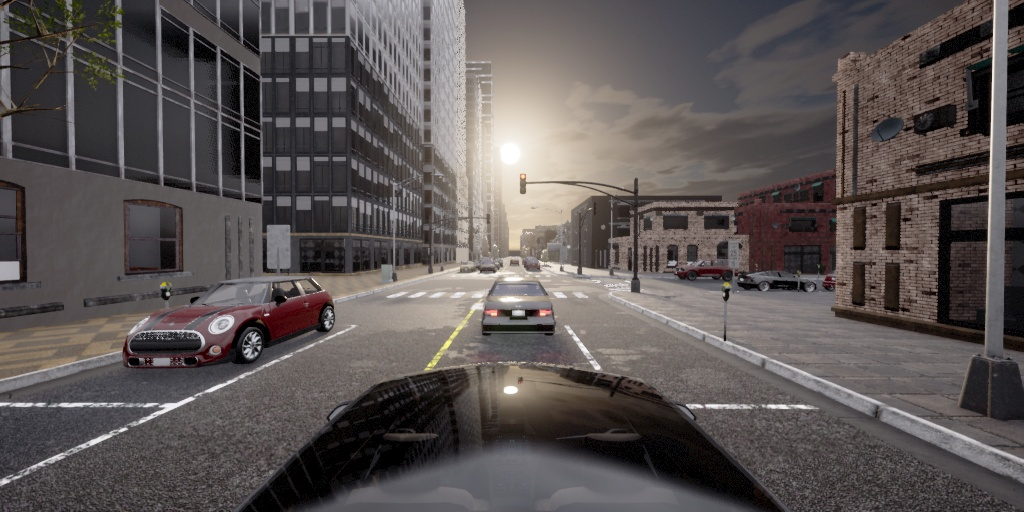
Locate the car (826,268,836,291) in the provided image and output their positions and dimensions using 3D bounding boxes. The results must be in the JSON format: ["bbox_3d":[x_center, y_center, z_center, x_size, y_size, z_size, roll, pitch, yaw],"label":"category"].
[{"bbox_3d":[22.087,1.473,22.427,4.097,1.591,1.967,0,0,1],"label":"car"}]

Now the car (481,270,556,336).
[{"bbox_3d":[0.154,1.295,10.363,2.033,1.411,5.357,0,0,0],"label":"car"}]

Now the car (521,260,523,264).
[{"bbox_3d":[3.071,1.051,62.568,2.192,1.841,5.009,0,0,0],"label":"car"}]

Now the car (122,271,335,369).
[{"bbox_3d":[-5.656,1.188,7.797,1.967,1.591,4.097,0,0,0],"label":"car"}]

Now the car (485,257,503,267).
[{"bbox_3d":[-2.772,1.285,53.733,2.033,1.411,5.357,0,0,0],"label":"car"}]

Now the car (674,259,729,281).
[{"bbox_3d":[16.700,1.164,30.911,5.009,1.841,2.192,0,0,1],"label":"car"}]

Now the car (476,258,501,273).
[{"bbox_3d":[-2.834,1.287,43.590,2.033,1.411,5.357,0,0,0],"label":"car"}]

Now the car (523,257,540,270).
[{"bbox_3d":[3.000,1.178,51.280,1.967,1.591,4.097,0,0,0],"label":"car"}]

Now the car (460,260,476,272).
[{"bbox_3d":[-5.555,1.265,45.575,1.751,1.417,4.829,0,0,0],"label":"car"}]

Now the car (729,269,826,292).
[{"bbox_3d":[16.540,1.546,22.533,4.313,1.339,1.948,0,0,1],"label":"car"}]
